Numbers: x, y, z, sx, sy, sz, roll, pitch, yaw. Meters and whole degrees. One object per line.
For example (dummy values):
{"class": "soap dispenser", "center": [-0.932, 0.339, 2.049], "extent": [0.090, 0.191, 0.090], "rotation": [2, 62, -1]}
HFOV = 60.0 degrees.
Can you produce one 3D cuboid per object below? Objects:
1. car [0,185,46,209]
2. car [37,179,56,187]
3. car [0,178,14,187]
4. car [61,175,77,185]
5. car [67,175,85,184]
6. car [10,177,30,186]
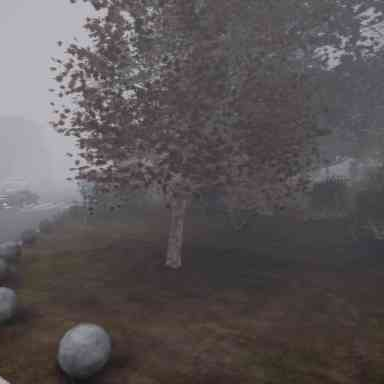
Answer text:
{"class": "car", "center": [-14.061, 0.513, 27.224], "extent": [1.837, 1.490, 4.892], "rotation": [-1, 4, -4]}
{"class": "car", "center": [-26.703, -1.659, 61.115], "extent": [2.163, 1.488, 4.792], "rotation": [0, 4, -1]}
{"class": "car", "center": [-26.404, -0.619, 44.295], "extent": [1.946, 1.575, 5.366], "rotation": [0, 4, -1]}
{"class": "car", "center": [-26.895, -2.392, 72.177], "extent": [2.231, 1.521, 4.892], "rotation": [0, 4, -1]}
{"class": "car", "center": [-26.993, -2.993, 77.639], "extent": [2.435, 2.045, 5.566], "rotation": [0, 4, -1]}
{"class": "car", "center": [-26.504, -1.237, 50.075], "extent": [2.435, 2.045, 5.566], "rotation": [0, 4, -1]}
